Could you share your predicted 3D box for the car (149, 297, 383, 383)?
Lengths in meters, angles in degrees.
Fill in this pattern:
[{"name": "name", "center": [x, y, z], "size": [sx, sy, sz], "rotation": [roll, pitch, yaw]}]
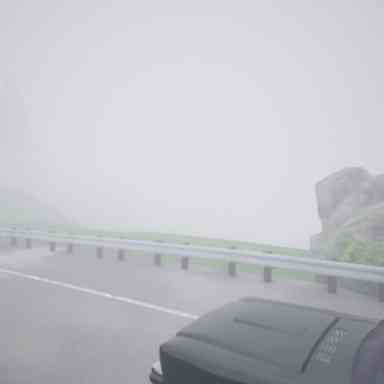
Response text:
[{"name": "car", "center": [1.941, 1.593, 2.524], "size": [4.718, 1.301, 1.895], "rotation": [0, 0, 35]}]
